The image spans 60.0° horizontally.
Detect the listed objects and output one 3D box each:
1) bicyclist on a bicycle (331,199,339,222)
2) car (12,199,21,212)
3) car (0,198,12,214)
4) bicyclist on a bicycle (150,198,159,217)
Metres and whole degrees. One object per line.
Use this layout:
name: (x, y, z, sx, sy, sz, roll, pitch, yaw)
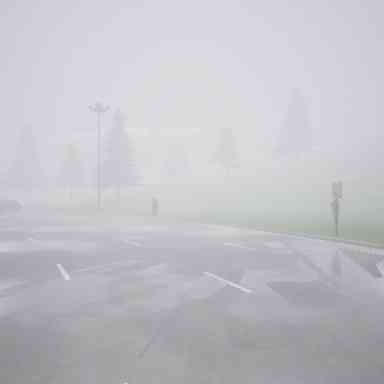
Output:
bicyclist on a bicycle: (9.982, 1.308, 23.159, 0.582, 1.620, 1.656, 0, -2, 16)
car: (-21.627, 1.505, 37.840, 4.892, 1.490, 1.837, 0, 0, 26)
car: (-20.790, 1.526, 33.567, 4.674, 1.442, 1.812, 0, 0, 28)
bicyclist on a bicycle: (-3.116, 1.327, 27.885, 0.582, 1.620, 1.656, 5, -6, -33)
